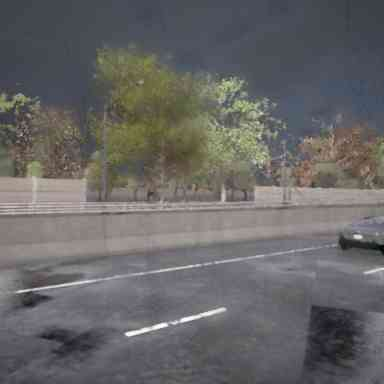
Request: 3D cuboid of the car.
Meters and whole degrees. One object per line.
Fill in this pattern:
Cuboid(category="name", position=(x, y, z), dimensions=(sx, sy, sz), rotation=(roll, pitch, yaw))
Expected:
Cuboid(category="car", position=(7.985, 1.703, 13.862), dimensions=(4.181, 1.385, 1.994), rotation=(1, 0, -35))
